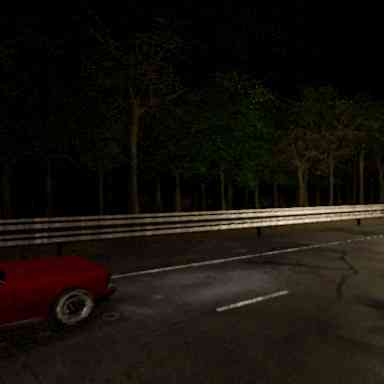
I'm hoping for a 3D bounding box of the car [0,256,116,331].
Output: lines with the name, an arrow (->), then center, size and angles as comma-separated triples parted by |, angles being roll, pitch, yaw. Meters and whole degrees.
car -> -3.726, 1.601, 5.390 | 4.718, 1.301, 1.895 | 0, 0, -36
